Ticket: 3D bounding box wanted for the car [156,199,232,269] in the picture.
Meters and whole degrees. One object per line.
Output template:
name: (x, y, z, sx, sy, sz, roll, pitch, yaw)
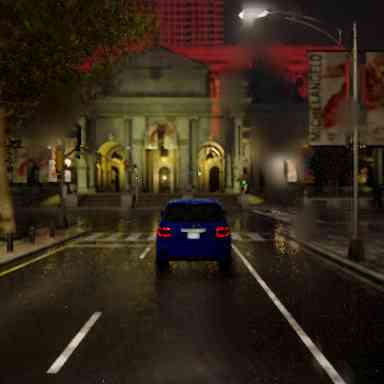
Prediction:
car: (0.079, 1.248, 11.363, 2.150, 2.045, 5.566, 0, 0, 1)
